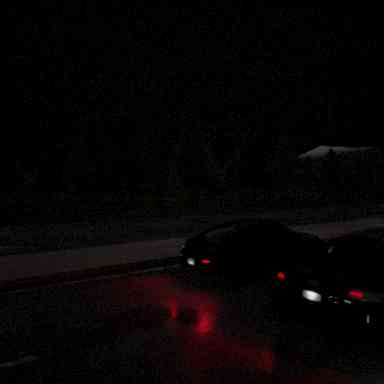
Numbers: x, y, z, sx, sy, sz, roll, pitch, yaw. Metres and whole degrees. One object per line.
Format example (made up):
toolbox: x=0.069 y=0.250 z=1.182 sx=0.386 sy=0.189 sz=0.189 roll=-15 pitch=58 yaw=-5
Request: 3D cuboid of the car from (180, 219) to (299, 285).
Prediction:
car: x=1.849 y=1.486 z=9.364 sx=4.674 sy=1.442 sz=1.812 roll=0 pitch=0 yaw=-36

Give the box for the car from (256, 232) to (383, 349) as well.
car: x=3.442 y=1.528 z=6.200 sx=4.181 sy=1.385 sz=1.994 roll=0 pitch=0 yaw=-36
